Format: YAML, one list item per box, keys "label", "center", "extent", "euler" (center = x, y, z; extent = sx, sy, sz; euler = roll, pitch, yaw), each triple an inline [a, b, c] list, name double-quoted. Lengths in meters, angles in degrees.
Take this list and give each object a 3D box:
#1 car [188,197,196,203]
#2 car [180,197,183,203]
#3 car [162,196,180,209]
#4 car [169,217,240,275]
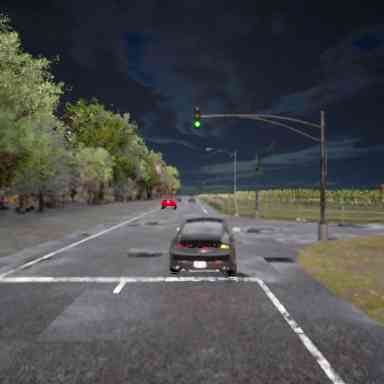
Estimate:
- label: "car"
  center: [0.014, 2.032, 84.629]
  extent: [1.837, 1.490, 4.892]
  euler: [0, 0, 0]
- label: "car"
  center: [-3.486, 2.039, 85.896]
  extent: [1.837, 1.490, 4.892]
  euler: [0, 0, 0]
- label: "car"
  center: [-3.392, 1.547, 50.738]
  extent: [2.150, 2.045, 5.566]
  euler: [0, 0, 0]
- label: "car"
  center: [0.483, 1.577, 10.767]
  extent: [1.837, 1.490, 4.892]
  euler: [0, 0, 7]
